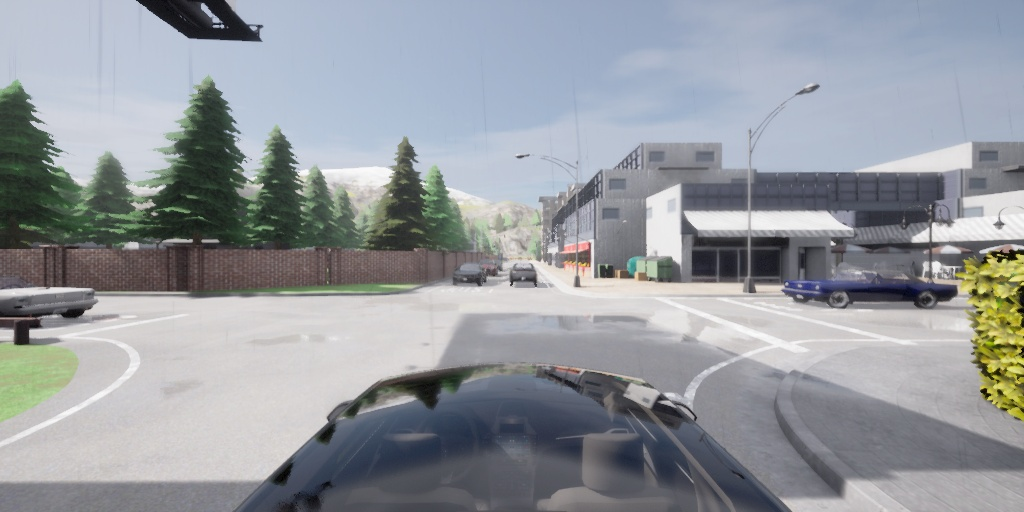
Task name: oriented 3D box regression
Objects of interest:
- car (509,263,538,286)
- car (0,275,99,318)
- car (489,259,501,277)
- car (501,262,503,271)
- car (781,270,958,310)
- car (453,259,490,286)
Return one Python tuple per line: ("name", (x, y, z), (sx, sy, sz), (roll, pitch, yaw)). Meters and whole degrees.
("car", (0.813, 1.237, 25.432), (2.128, 1.511, 4.902), (0, 0, 2))
("car", (-14.439, 1.173, 9.718), (4.718, 1.301, 1.895), (0, 0, 0))
("car", (-2.564, 1.096, 35.541), (2.097, 1.767, 4.553), (0, 0, 2))
("car", (-2.193, 1.248, 46.765), (1.837, 1.490, 4.892), (0, 0, 2))
("car", (12.717, 1.173, 13.032), (4.718, 1.301, 1.895), (0, 0, 2))
("car", (-2.895, 1.223, 25.265), (1.882, 1.535, 5.008), (0, 0, 2))
